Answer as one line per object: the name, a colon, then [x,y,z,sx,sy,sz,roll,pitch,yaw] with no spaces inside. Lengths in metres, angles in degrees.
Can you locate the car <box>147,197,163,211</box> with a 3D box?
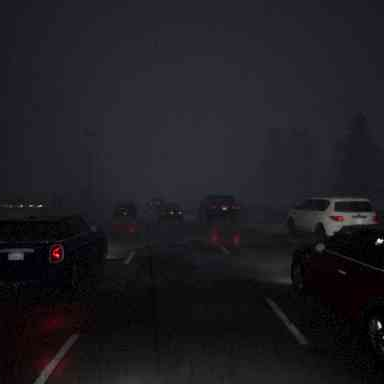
car: [-4.500,1.383,41.941,2.097,1.767,4.553,0,0,-12]

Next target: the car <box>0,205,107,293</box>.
car: [-3.735,1.362,9.012,2.097,1.767,4.553,0,0,-3]

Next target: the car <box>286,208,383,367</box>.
car: [3.404,1.352,5.937,2.097,1.767,4.553,0,0,-2]

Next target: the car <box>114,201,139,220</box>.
car: [-5.682,1.516,28.818,2.128,1.511,4.902,0,0,-8]

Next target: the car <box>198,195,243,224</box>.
car: [1.874,1.235,25.385,2.150,2.045,5.566,0,0,-7]

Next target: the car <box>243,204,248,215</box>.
car: [4.116,1.564,34.296,2.033,1.411,5.357,0,0,-9]

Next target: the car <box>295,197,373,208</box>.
car: [6.372,1.224,15.772,2.150,2.045,5.566,0,0,-4]

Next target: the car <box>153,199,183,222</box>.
car: [-1.789,1.565,26.471,2.033,1.411,5.357,0,0,-7]
